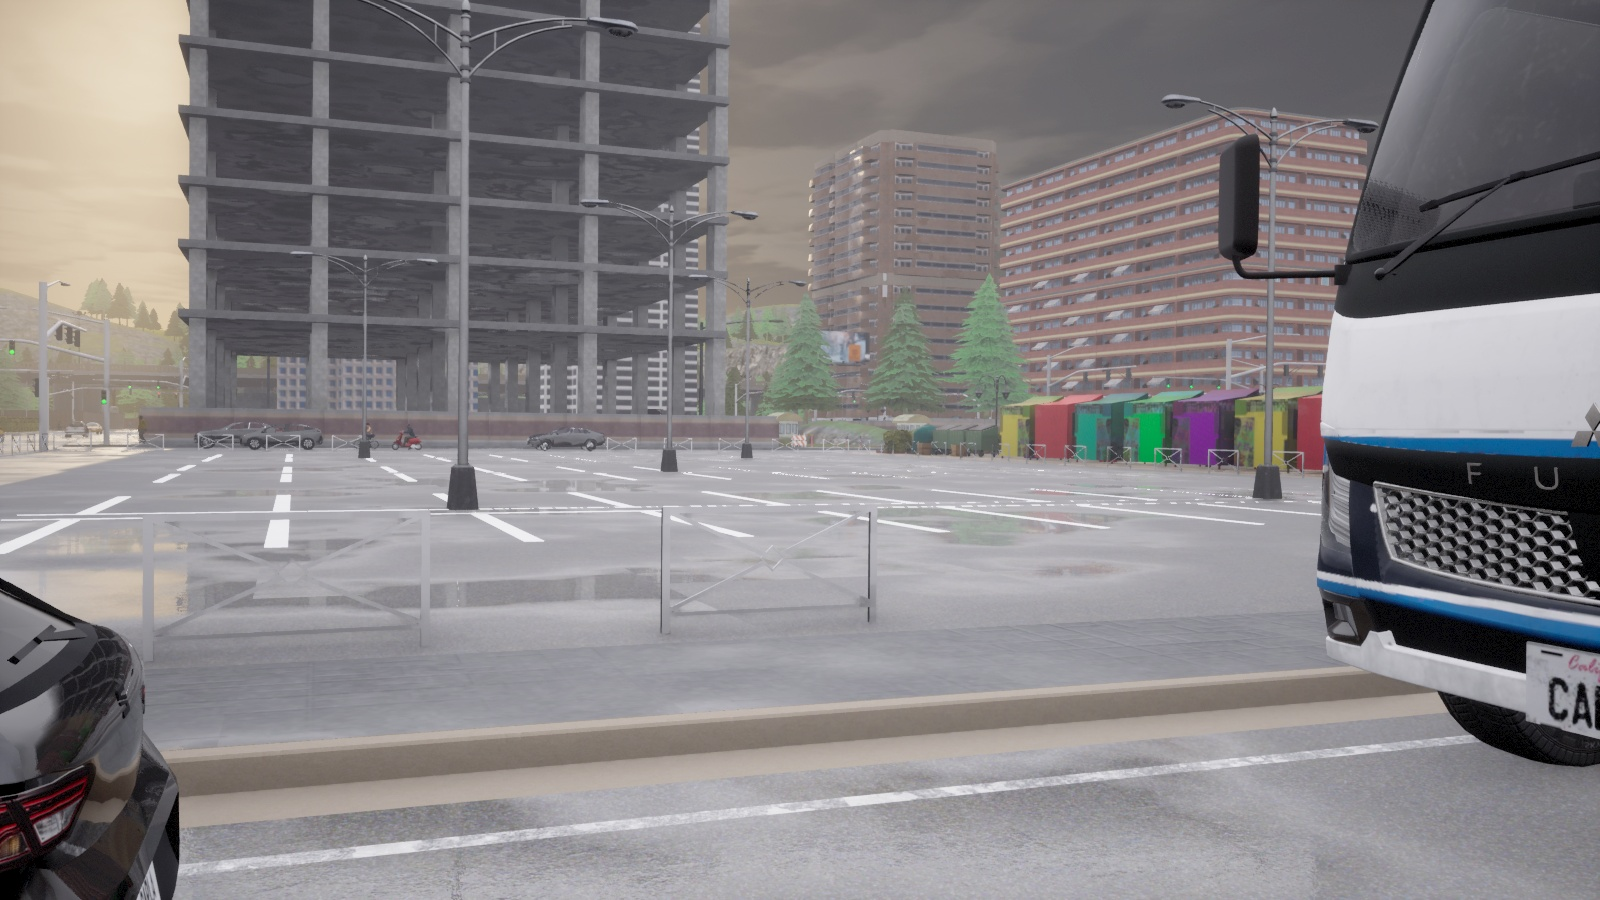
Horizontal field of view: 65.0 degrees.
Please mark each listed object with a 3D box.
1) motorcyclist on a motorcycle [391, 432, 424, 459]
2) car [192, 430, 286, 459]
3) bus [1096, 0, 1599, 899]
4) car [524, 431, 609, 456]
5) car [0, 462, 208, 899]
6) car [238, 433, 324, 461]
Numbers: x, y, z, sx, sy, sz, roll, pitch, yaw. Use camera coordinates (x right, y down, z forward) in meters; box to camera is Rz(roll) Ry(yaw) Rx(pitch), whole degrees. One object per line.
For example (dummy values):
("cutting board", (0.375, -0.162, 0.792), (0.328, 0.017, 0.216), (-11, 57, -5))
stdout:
("motorcyclist on a motorcycle", (-23.535, -0.275, 75.304), (1.817, 1.590, 0.866), (-1, 1, -22))
("car", (-33.451, -0.338, 75.023), (5.027, 1.651, 2.152), (-1, 1, -22))
("bus", (6.891, -0.747, 5.803), (10.273, 4.253, 3.944), (-1, 1, -20))
("car", (-14.696, -0.426, 78.923), (4.902, 1.511, 2.128), (-1, 1, -22))
("car", (-3.322, 0.815, 1.970), (4.193, 1.474, 1.816), (-1, 1, -21))
("car", (-29.989, -0.169, 72.661), (4.514, 1.525, 2.007), (-1, 1, -22))
